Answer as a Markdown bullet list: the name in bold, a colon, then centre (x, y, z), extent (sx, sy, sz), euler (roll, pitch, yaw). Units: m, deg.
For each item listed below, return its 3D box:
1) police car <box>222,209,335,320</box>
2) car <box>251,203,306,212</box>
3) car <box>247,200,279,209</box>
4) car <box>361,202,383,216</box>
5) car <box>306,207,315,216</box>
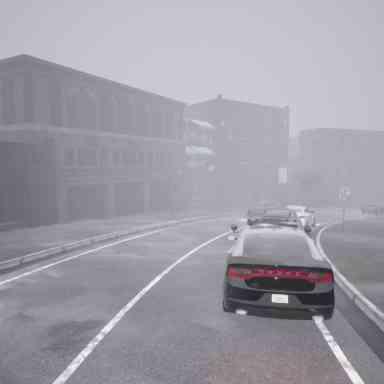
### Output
- **police car**: centre (1.816, 1.432, 7.625), extent (1.930, 1.638, 5.238), euler (1, 0, 10)
- **car**: centre (4.435, 1.543, 16.602), extent (1.837, 1.490, 4.892), euler (2, 0, 22)
- **car**: centre (6.380, 1.462, 28.773), extent (1.837, 1.490, 4.892), euler (3, 1, 36)
- **car**: centre (22.135, 1.991, 39.571), extent (4.902, 1.511, 2.128), euler (2, 3, -33)
- **car**: centre (6.858, 1.607, 21.746), extent (1.812, 1.442, 4.674), euler (2, 1, 29)
